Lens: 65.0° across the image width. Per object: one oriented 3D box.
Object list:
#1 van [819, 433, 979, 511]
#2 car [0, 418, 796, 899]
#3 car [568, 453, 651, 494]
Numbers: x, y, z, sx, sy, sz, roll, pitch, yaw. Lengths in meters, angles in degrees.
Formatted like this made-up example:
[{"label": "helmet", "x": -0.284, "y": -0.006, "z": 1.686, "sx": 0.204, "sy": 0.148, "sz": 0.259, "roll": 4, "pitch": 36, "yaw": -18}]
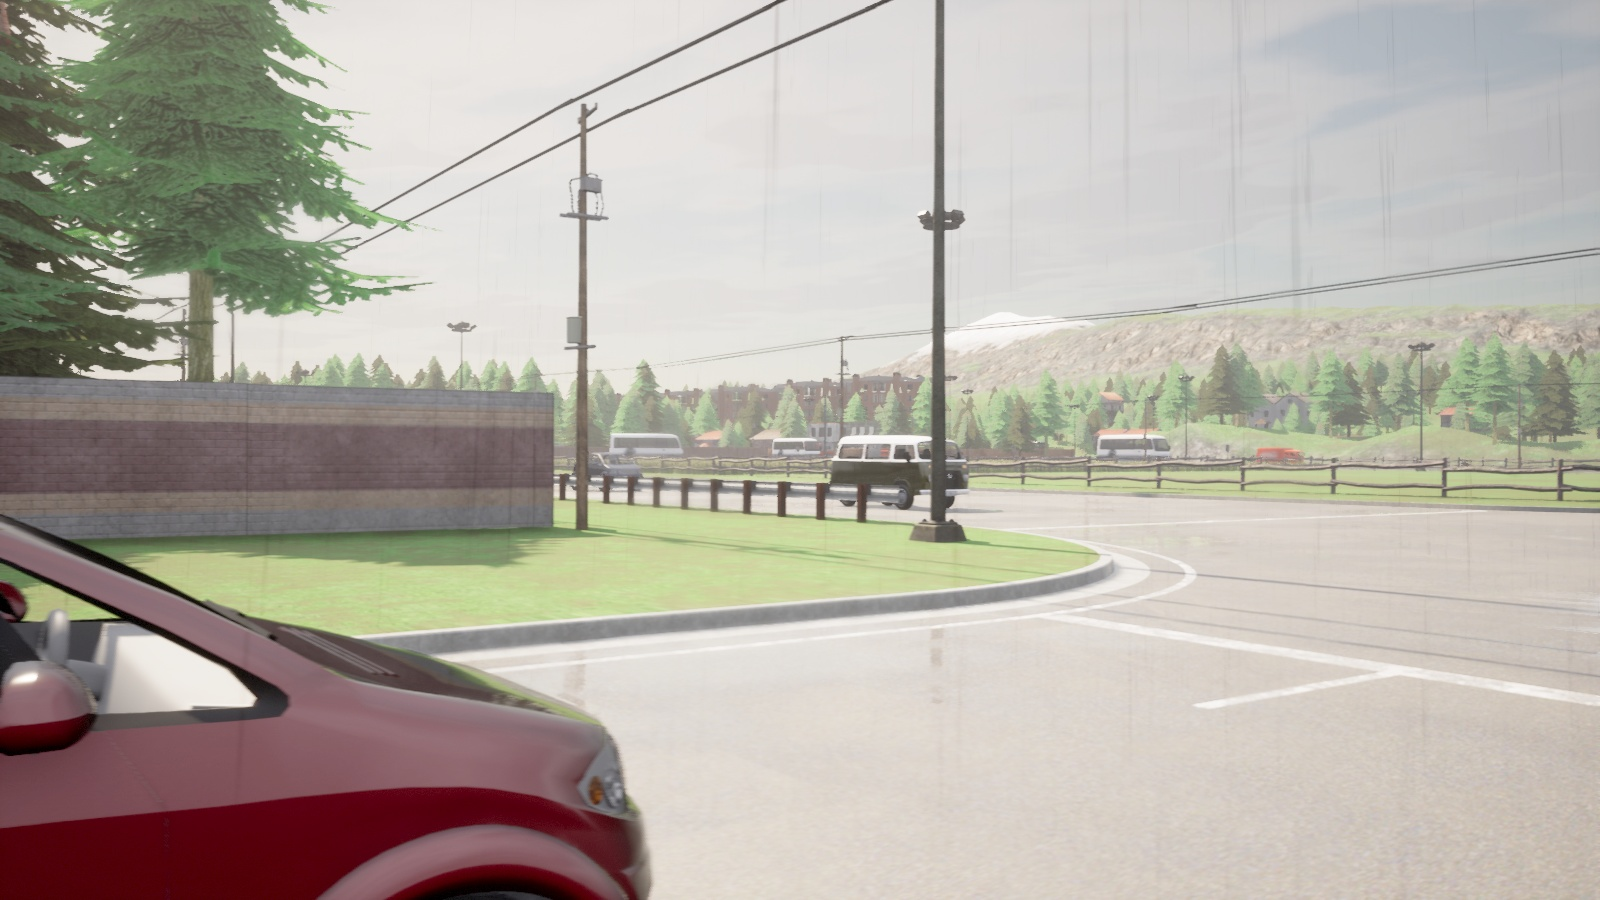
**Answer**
[{"label": "van", "x": 2.694, "y": 0.587, "z": 35.170, "sx": 2.069, "sy": 2.038, "sz": 4.480, "roll": 0, "pitch": 0, "yaw": -35}, {"label": "car", "x": -2.040, "y": 0.732, "z": 2.240, "sx": 3.705, "sy": 1.549, "sz": 1.789, "roll": 0, "pitch": 0, "yaw": -35}, {"label": "car", "x": -7.587, "y": 0.899, "z": 49.720, "sx": 1.789, "sy": 1.549, "sz": 3.705, "roll": 0, "pitch": 0, "yaw": -35}]
